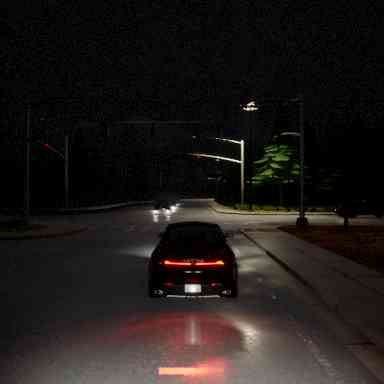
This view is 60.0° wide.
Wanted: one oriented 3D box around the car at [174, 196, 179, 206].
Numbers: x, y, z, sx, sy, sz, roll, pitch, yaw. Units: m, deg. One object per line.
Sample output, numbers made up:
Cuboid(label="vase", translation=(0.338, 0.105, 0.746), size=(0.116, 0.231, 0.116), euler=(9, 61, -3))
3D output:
Cuboid(label="car", translation=(-3.656, 1.601, 54.341), size=(1.895, 1.301, 4.718), euler=(0, 0, 0))

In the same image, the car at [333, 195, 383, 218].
Cuboid(label="car", translation=(15.558, 1.248, 29.621), size=(5.566, 2.045, 2.150), euler=(0, 0, 1))

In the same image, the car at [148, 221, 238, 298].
Cuboid(label="car", translation=(0.036, 1.501, 8.481), size=(1.837, 1.490, 4.892), euler=(0, 0, 0))

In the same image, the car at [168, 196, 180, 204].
Cuboid(label="car", translation=(-3.524, 1.506, 65.510), size=(1.837, 1.490, 4.892), euler=(0, 0, 1))

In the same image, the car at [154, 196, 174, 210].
Cuboid(label="car", translation=(-3.656, 1.506, 41.852), size=(1.837, 1.490, 4.892), euler=(0, -1, 0))
